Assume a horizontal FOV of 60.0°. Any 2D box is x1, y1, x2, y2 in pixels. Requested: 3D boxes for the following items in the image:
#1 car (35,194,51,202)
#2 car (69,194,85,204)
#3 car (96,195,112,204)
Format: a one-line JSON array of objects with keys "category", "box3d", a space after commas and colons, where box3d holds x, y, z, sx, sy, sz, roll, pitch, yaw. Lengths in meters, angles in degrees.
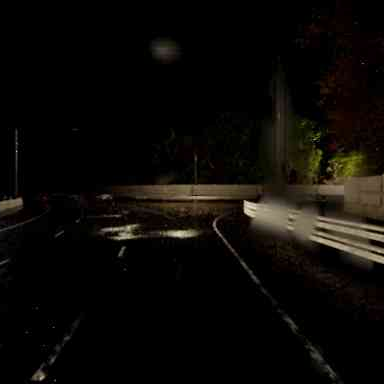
[{"category": "car", "box3d": [-27.774, 1.157, 61.964, 1.837, 1.490, 4.892, 0, 0, -39]}, {"category": "car", "box3d": [-19.045, 1.185, 55.060, 1.837, 1.490, 4.892, 0, 0, -30]}, {"category": "car", "box3d": [-14.128, 1.173, 53.383, 2.128, 1.511, 4.902, 0, 0, -28]}]
